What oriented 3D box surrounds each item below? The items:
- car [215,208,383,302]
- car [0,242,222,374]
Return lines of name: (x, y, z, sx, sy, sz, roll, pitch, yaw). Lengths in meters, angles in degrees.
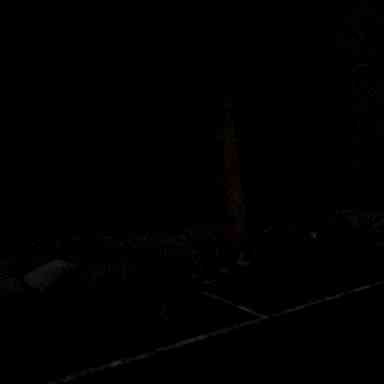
car: (2.743, 1.382, 8.603, 5.009, 1.841, 2.192, 1, 0, -35)
car: (-1.749, 1.597, 5.402, 4.206, 1.307, 1.802, 1, 0, -35)
